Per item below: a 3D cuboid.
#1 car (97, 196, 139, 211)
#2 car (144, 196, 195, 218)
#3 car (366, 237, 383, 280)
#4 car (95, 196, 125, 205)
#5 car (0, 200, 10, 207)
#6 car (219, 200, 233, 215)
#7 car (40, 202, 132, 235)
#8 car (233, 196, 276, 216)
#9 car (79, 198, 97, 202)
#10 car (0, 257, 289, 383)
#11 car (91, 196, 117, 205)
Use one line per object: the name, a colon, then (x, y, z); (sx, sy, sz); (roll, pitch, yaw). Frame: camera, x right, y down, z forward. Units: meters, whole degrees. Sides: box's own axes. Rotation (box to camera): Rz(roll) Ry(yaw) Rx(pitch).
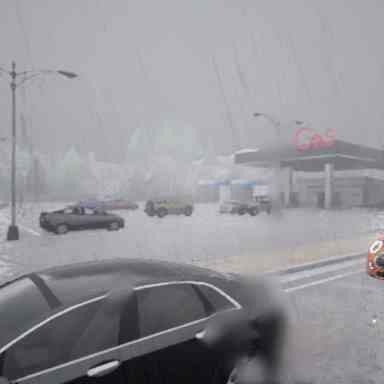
car: (-8.764, 1.557, 40.549); (4.514, 1.523, 2.007); (0, 0, -36)
car: (-2.010, 1.335, 30.059); (4.605, 1.855, 1.932); (0, 0, -36)
car: (6.563, 1.359, 8.734); (4.553, 1.767, 2.097); (0, 0, -36)
car: (-15.374, 1.628, 62.748); (5.027, 1.636, 2.152); (0, 0, -36)
car: (-30.553, 1.682, 51.884); (3.806, 1.475, 1.970); (0, 0, -36)
car: (4.824, 1.598, 35.078); (3.806, 1.475, 1.970); (0, 0, -36)
car: (-6.021, 1.523, 18.555); (4.514, 1.523, 2.007); (0, 0, -36)
car: (6.285, 1.309, 32.030); (3.866, 1.878, 1.905); (0, 0, -36)
car: (-14.609, 1.596, 48.654); (3.633, 1.501, 1.845); (0, 0, -36)
car: (-1.120, 1.512, 3.188); (4.892, 1.490, 1.837); (0, 0, -36)
car: (-17.262, 1.642, 65.253); (4.514, 1.523, 2.007); (0, 0, -36)
